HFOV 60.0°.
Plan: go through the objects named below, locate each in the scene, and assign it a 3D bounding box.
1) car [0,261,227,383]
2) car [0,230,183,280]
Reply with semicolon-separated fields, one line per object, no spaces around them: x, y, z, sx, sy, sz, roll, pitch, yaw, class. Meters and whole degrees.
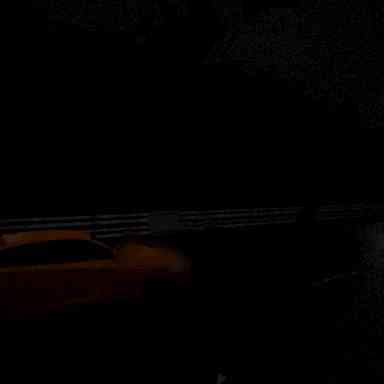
-2.017;1.600;2.308;4.718;1.301;1.895;0;0;-36;car
-2.464;1.464;6.293;5.008;1.535;1.882;1;-1;-36;car
